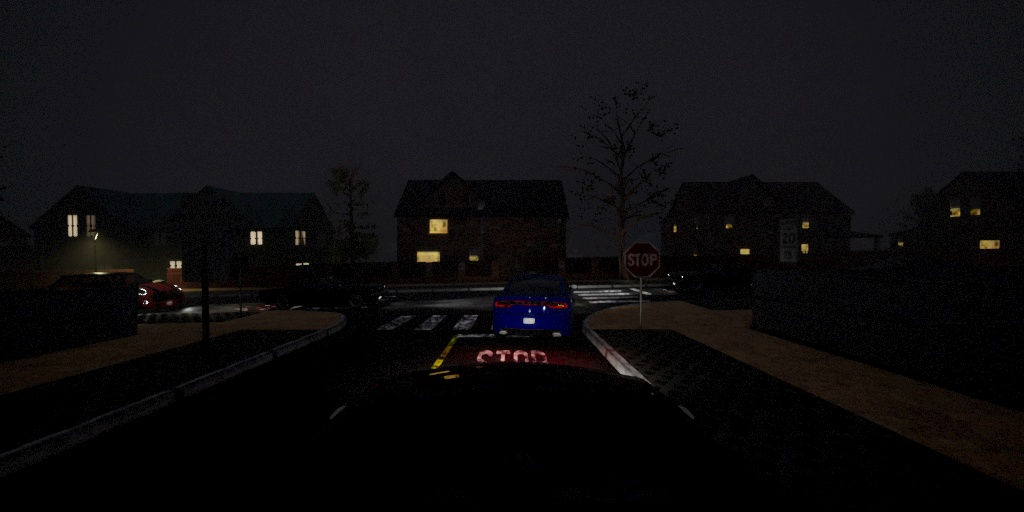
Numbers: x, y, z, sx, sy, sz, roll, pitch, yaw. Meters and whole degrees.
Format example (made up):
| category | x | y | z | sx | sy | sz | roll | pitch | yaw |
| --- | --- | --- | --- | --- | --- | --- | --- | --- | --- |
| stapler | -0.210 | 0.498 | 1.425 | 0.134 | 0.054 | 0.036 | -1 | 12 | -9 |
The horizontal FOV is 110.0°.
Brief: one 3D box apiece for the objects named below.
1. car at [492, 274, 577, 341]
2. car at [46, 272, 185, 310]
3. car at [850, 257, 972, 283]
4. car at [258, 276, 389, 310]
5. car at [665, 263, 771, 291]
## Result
| category | x | y | z | sx | sy | sz | roll | pitch | yaw |
| --- | --- | --- | --- | --- | --- | --- | --- | --- | --- |
| car | 0.780 | 1.226 | 10.046 | 1.882 | 1.535 | 5.008 | 0 | 0 | 10 |
| car | -16.809 | 1.471 | 15.233 | 4.553 | 1.767 | 2.097 | -1 | 1 | 0 |
| car | 20.044 | 0.753 | 18.232 | 5.357 | 1.411 | 2.033 | -1 | 1 | 0 |
| car | -7.822 | 1.505 | 15.247 | 4.718 | 1.301 | 1.895 | -1 | 1 | 0 |
| car | 10.398 | 1.034 | 18.188 | 4.718 | 1.301 | 1.895 | -1 | 1 | -1 |
